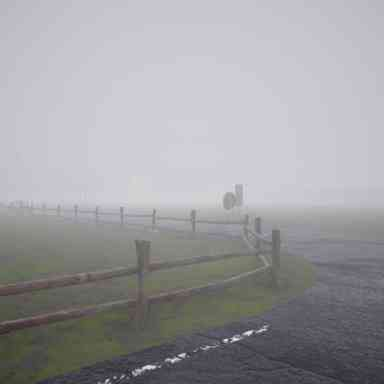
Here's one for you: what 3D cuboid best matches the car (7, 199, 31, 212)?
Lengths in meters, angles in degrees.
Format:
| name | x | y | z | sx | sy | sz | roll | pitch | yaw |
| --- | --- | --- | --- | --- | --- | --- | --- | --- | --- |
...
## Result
| name | x | y | z | sx | sy | sz | roll | pitch | yaw |
| --- | --- | --- | --- | --- | --- | --- | --- | --- | --- |
| car | -24.260 | 1.885 | 46.816 | 2.097 | 1.767 | 4.553 | 0 | -1 | -44 |
